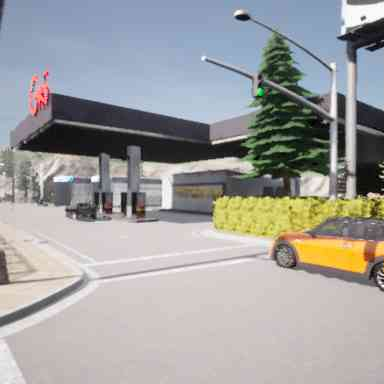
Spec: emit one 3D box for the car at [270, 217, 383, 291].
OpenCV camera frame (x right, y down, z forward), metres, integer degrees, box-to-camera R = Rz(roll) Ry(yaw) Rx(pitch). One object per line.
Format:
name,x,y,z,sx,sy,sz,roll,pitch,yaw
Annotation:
car,4.498,1.500,9.672,2.097,1.767,4.553,1,-1,-35

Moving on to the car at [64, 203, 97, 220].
car,-10.233,1.736,30.436,1.837,1.490,4.892,0,0,-35
